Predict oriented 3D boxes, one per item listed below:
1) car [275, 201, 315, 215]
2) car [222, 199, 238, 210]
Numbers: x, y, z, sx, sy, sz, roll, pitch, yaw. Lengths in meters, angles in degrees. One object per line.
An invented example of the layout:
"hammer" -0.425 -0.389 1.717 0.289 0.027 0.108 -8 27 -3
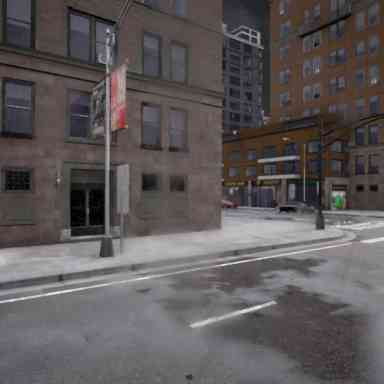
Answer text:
"car" 10.548 1.577 34.281 1.947 1.339 4.313 0 0 -35
"car" 4.190 1.590 43.285 1.802 1.307 4.206 0 0 -35
